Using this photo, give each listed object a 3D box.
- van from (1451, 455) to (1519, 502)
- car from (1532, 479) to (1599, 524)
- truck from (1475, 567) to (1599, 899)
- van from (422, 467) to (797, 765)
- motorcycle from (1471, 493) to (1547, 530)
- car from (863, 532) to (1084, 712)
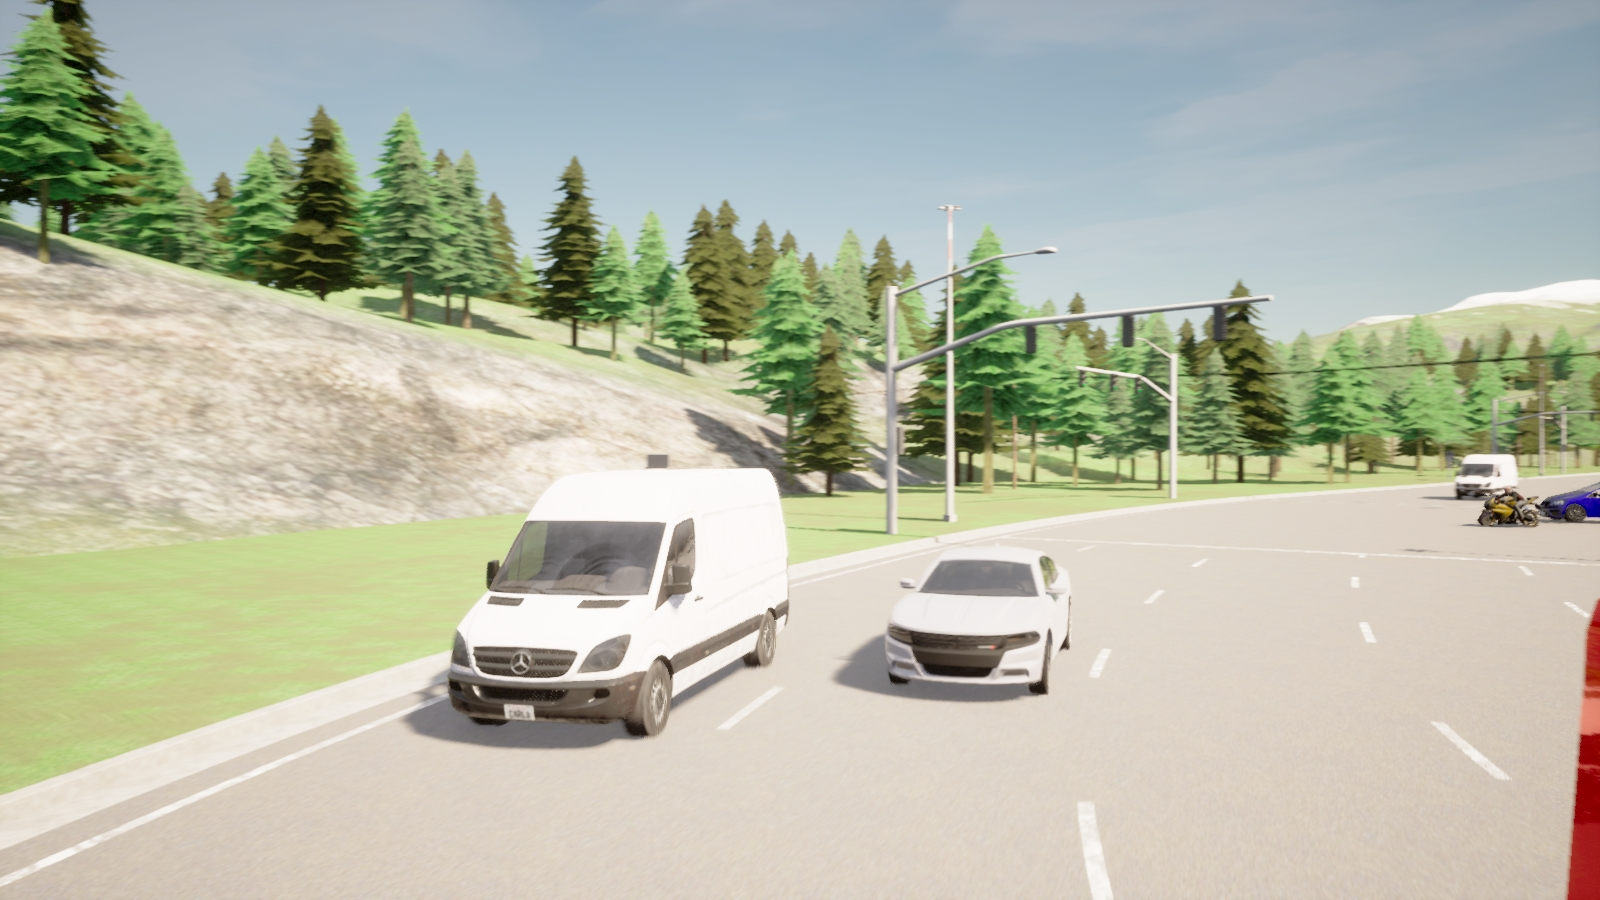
[{"bbox_3d":[39.322,1.562,65.515,1.988,2.561,5.915,0,0,44],"label":"van"},{"bbox_3d":[31.360,1.992,44.255,4.611,1.667,2.242,0,0,16],"label":"car"},{"bbox_3d":[3.250,1.573,0.783,2.627,2.467,5.204,0,0,2],"label":"truck"},{"bbox_3d":[-1.786,1.526,13.270,1.988,2.561,5.915,0,0,15],"label":"van"},{"bbox_3d":[25.734,2.223,41.512,2.209,1.251,0.867,0,2,-1],"label":"motorcycle"},{"bbox_3d":[2.463,2.031,14.891,2.097,1.535,5.006,0,0,18],"label":"car"}]
